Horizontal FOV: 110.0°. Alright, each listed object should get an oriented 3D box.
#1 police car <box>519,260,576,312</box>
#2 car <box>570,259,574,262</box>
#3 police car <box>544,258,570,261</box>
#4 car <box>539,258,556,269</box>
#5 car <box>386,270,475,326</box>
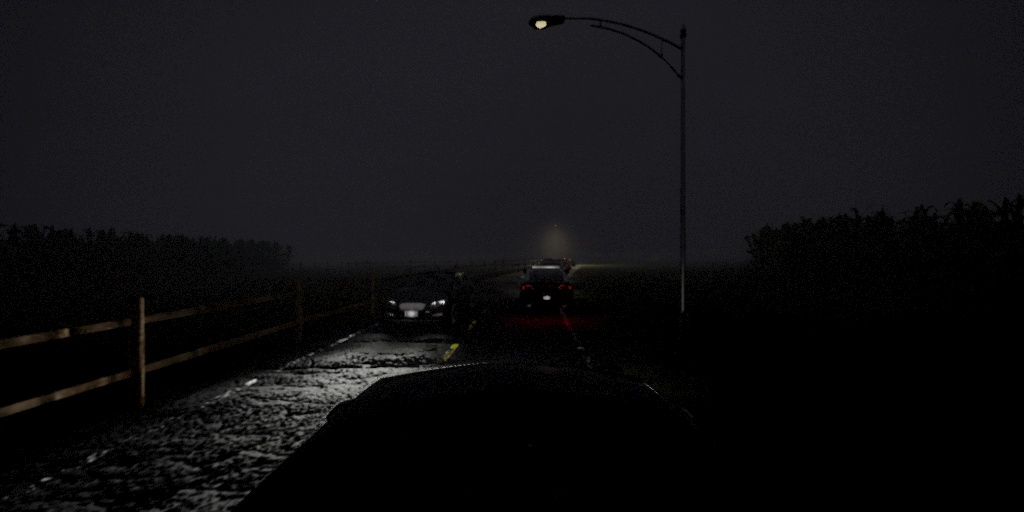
[{"bbox_3d":[1.349,1.145,14.229,1.930,1.638,5.238,0,0,5],"label":"police car"},{"bbox_3d":[7.054,1.079,48.912,1.882,1.535,5.008,0,0,13],"label":"car"},{"bbox_3d":[3.565,1.094,29.824,1.930,1.638,5.238,0,0,11],"label":"police car"},{"bbox_3d":[5.418,1.090,54.364,1.837,1.490,4.892,0,0,13],"label":"car"},{"bbox_3d":[-2.418,1.218,11.651,2.128,1.511,4.902,0,0,4],"label":"car"}]
